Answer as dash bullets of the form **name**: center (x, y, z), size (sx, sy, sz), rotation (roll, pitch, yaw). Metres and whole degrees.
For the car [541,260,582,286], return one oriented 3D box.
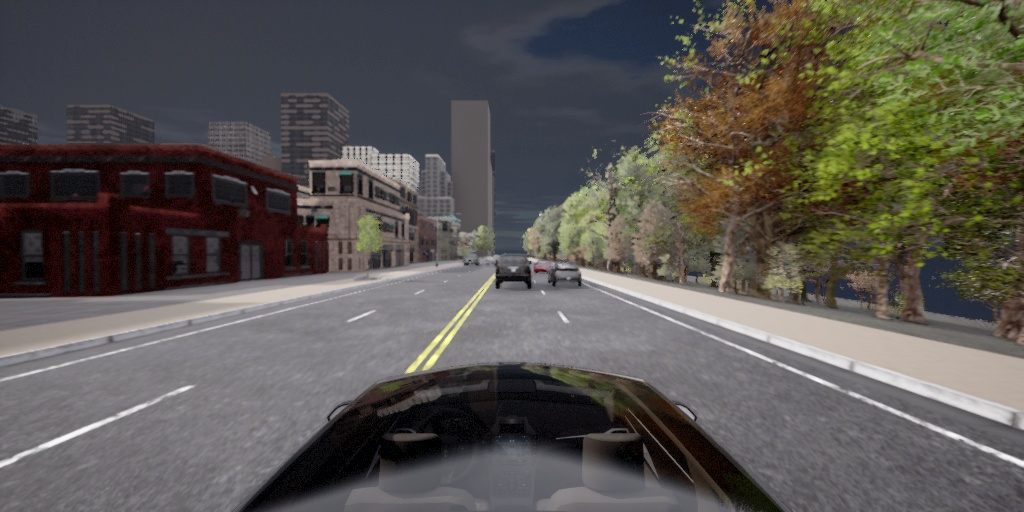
- **car**: center (3.353, 1.128, 23.594), size (2.128, 1.511, 4.902), rotation (0, 0, 0)

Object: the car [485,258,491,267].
- **car**: center (-3.273, 0.978, 58.704), size (1.812, 1.442, 4.674), rotation (0, 0, 1)

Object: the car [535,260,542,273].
- **car**: center (3.320, 1.120, 39.094), size (1.994, 1.385, 4.181), rotation (0, 0, 0)

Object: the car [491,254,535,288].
- **car**: center (0.102, 0.865, 22.629), size (2.150, 2.045, 5.566), rotation (0, 0, 1)

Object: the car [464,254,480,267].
- **car**: center (-6.525, 0.684, 58.608), size (2.150, 2.045, 5.566), rotation (0, 0, 1)
